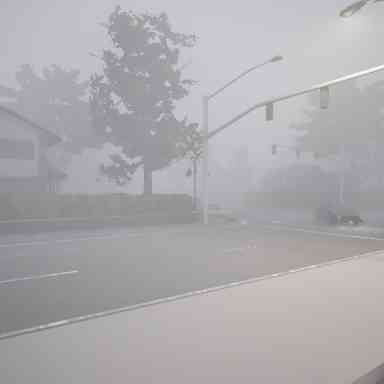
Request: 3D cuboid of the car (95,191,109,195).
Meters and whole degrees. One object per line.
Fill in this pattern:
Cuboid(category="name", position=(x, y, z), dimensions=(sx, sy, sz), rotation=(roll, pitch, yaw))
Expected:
Cuboid(category="car", position=(-20.436, 0.855, 75.241), dimensions=(2.150, 2.045, 5.566), rotation=(0, 0, -36))

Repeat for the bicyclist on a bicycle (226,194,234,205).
Cuboid(category="bicyclist on a bicycle", position=(5.885, 1.176, 51.080), dimensions=(1.656, 1.620, 0.582), rotation=(0, 0, -36))

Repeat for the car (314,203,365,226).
Cuboid(category="car", position=(10.155, 1.490, 23.427), dimensions=(2.033, 1.411, 5.357), rotation=(0, 0, 5))

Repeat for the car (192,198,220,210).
Cuboid(category="car", position=(1.331, 1.426, 39.583), dimensions=(1.812, 1.442, 4.674), rotation=(0, 0, -36))
